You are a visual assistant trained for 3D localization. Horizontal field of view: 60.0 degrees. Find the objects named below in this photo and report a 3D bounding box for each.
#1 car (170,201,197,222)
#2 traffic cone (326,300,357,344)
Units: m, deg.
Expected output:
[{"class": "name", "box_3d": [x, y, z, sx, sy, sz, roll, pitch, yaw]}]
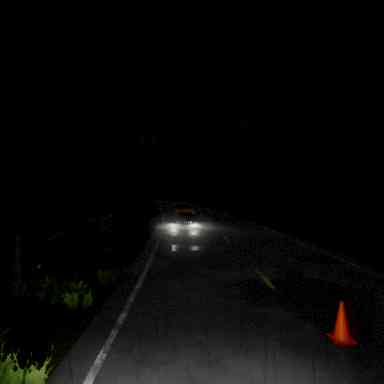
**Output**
[{"class": "car", "box_3d": [-0.728, 1.498, 26.552, 1.882, 1.535, 5.008, 0, 0, -5]}, {"class": "traffic cone", "box_3d": [2.305, 1.970, 5.124, 0.340, 0.580, 0.340, 0, 0, 1]}]
